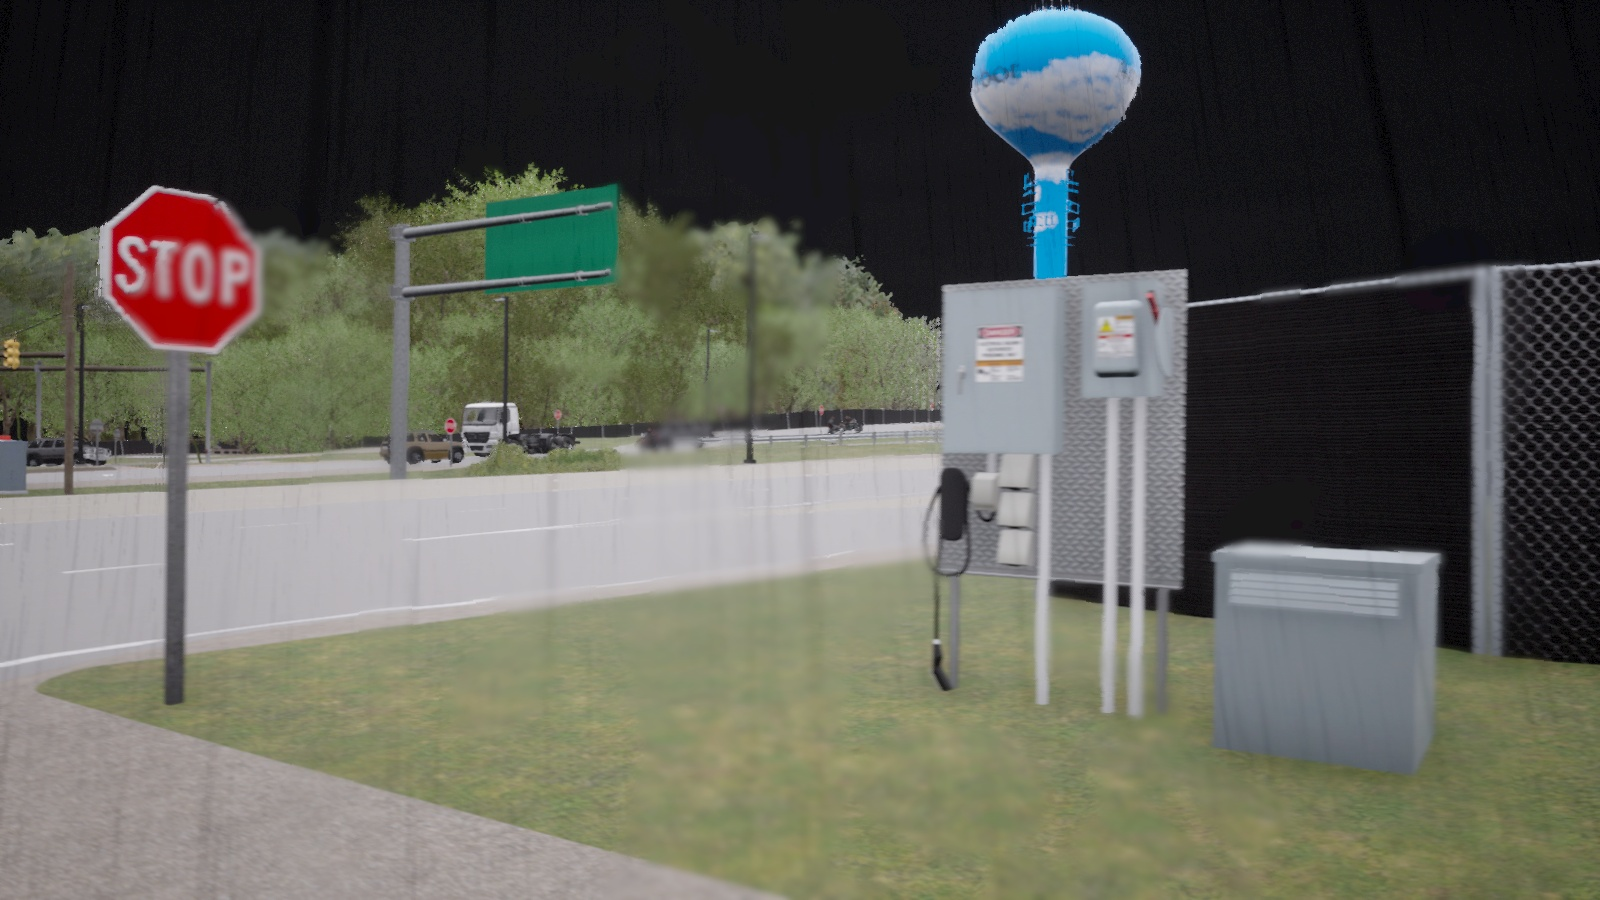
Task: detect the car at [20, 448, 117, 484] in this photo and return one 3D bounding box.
[{"bbox_3d":[-42.201,0.922,72.458,4.605,1.855,1.932,-2,0,8],"label":"car"}]

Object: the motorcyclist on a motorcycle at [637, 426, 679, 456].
[{"bbox_3d":[-8.388,-0.531,74.138,2.350,1.649,0.766,-3,0,22],"label":"motorcyclist on a motorcycle"}]

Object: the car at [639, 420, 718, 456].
[{"bbox_3d":[-7.431,-0.724,77.094,4.605,1.855,1.932,-4,0,-4],"label":"car"}]

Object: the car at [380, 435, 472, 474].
[{"bbox_3d":[-20.036,0.219,67.451,1.932,1.855,4.605,-1,2,31],"label":"car"}]

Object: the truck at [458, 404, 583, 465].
[{"bbox_3d":[-17.465,-1.047,79.135,2.891,3.462,7.936,0,3,31],"label":"truck"}]
